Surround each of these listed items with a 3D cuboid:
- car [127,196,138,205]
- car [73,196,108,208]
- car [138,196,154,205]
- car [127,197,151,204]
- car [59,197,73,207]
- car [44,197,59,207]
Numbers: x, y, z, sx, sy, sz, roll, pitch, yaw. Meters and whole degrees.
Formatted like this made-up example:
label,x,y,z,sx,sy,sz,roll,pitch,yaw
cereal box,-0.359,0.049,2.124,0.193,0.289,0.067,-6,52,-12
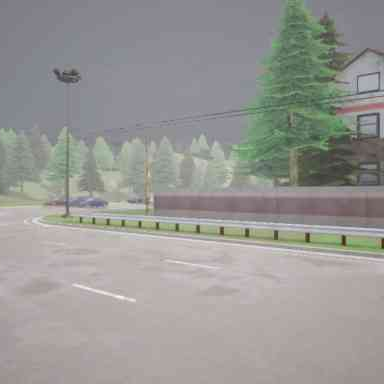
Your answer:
label,x,y,z,sx,sy,sz,roll,pitch,yaw
car,-9.420,1.478,60.166,1.882,1.535,5.008,0,0,36
car,-14.136,1.526,47.682,1.812,1.442,4.674,0,0,36
car,-6.712,1.526,57.962,1.812,1.442,4.674,0,0,36
car,-10.333,1.601,64.824,1.895,1.301,4.718,0,0,36
car,-16.895,1.352,49.835,2.097,1.767,4.553,0,0,36
car,-20.319,1.526,51.074,1.812,1.442,4.674,0,0,36
